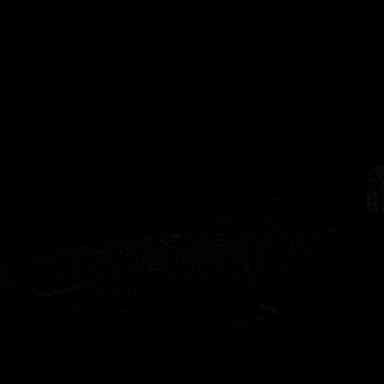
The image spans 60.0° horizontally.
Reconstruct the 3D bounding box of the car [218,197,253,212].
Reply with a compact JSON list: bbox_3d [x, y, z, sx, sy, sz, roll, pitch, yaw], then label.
[{"bbox_3d":[6.235,1.627,43.832,2.192,1.841,5.009,-1,0,-36],"label":"car"}]

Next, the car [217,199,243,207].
[{"bbox_3d":[6.567,1.872,58.037,1.887,1.381,4.507,-1,0,-36],"label":"car"}]

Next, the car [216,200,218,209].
[{"bbox_3d":[2.938,1.915,48.454,2.008,1.369,4.403,-1,0,-36],"label":"car"}]

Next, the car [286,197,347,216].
[{"bbox_3d":[12.840,1.517,34.591,2.192,1.841,5.009,-1,0,-36],"label":"car"}]

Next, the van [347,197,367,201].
[{"bbox_3d":[19.771,1.455,39.555,1.690,1.788,3.998,-1,0,-36],"label":"van"}]

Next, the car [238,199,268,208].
[{"bbox_3d":[9.770,1.803,53.556,1.752,1.417,4.829,-1,0,-36],"label":"car"}]

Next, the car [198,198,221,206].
[{"bbox_3d":[3.265,1.929,62.658,2.008,1.369,4.403,-1,0,-36],"label":"car"}]

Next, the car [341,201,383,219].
[{"bbox_3d":[16.148,1.726,29.970,1.802,1.307,4.206,-1,0,-36],"label":"car"}]

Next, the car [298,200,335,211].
[{"bbox_3d":[16.474,1.736,44.176,1.947,1.339,4.313,-1,0,-36],"label":"car"}]

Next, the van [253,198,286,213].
[{"bbox_3d":[9.538,1.599,39.212,1.690,1.788,3.998,-1,0,-36],"label":"van"}]
